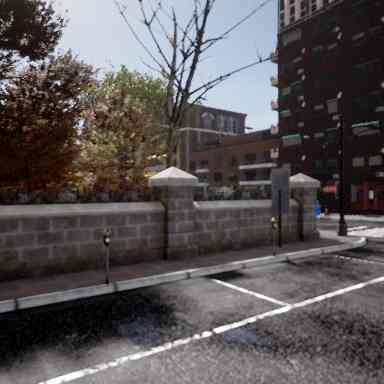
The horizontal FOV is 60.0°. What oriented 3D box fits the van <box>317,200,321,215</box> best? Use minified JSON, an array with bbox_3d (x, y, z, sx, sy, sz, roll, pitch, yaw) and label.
[{"bbox_3d":[10.560,1.655,32.669,1.690,1.788,3.998,-1,0,-36],"label":"van"}]
